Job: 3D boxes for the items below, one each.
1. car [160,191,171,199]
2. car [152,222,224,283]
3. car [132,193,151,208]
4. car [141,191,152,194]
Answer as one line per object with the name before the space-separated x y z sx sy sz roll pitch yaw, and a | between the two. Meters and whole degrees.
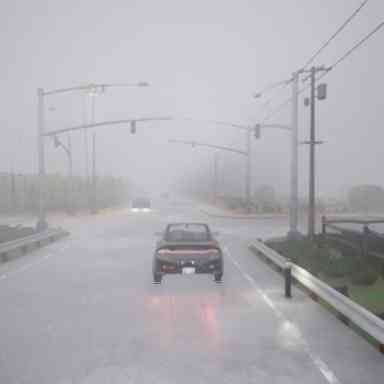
car | -5.123 0.564 64.064 1.812 1.442 4.674 0 1 -5
car | -0.156 1.687 10.287 2.128 1.511 4.902 0 -1 -2
car | -5.999 1.196 39.678 1.994 1.385 4.181 0 1 -6
car | -6.999 0.948 48.283 1.812 1.442 4.674 0 1 -7
